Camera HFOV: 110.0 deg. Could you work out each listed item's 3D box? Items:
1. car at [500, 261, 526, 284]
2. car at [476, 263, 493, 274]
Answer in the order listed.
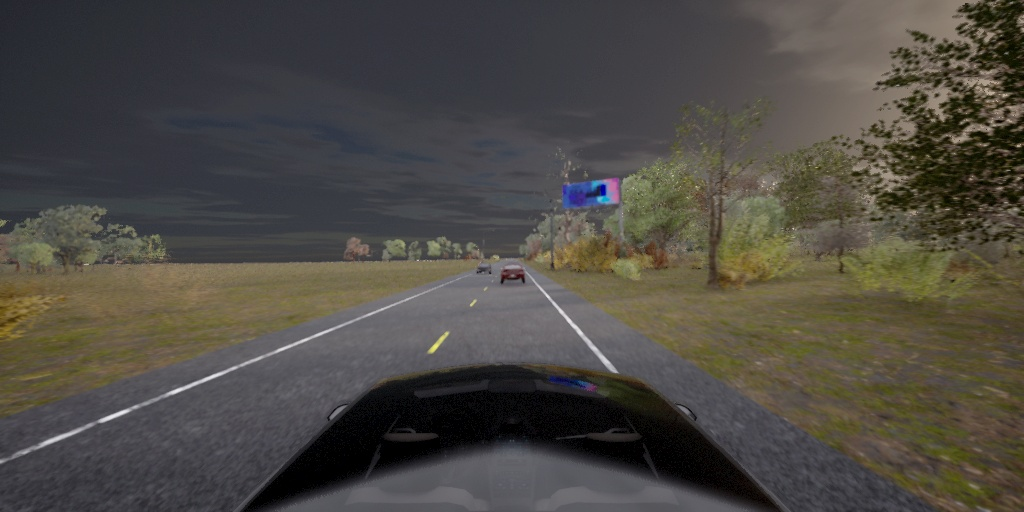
[{"bbox_3d":[0.078,1.329,28.941,1.882,1.535,5.008,-1,0,1],"label":"car"},{"bbox_3d":[-3.389,1.583,45.001,2.033,1.411,5.357,-1,0,0],"label":"car"}]
